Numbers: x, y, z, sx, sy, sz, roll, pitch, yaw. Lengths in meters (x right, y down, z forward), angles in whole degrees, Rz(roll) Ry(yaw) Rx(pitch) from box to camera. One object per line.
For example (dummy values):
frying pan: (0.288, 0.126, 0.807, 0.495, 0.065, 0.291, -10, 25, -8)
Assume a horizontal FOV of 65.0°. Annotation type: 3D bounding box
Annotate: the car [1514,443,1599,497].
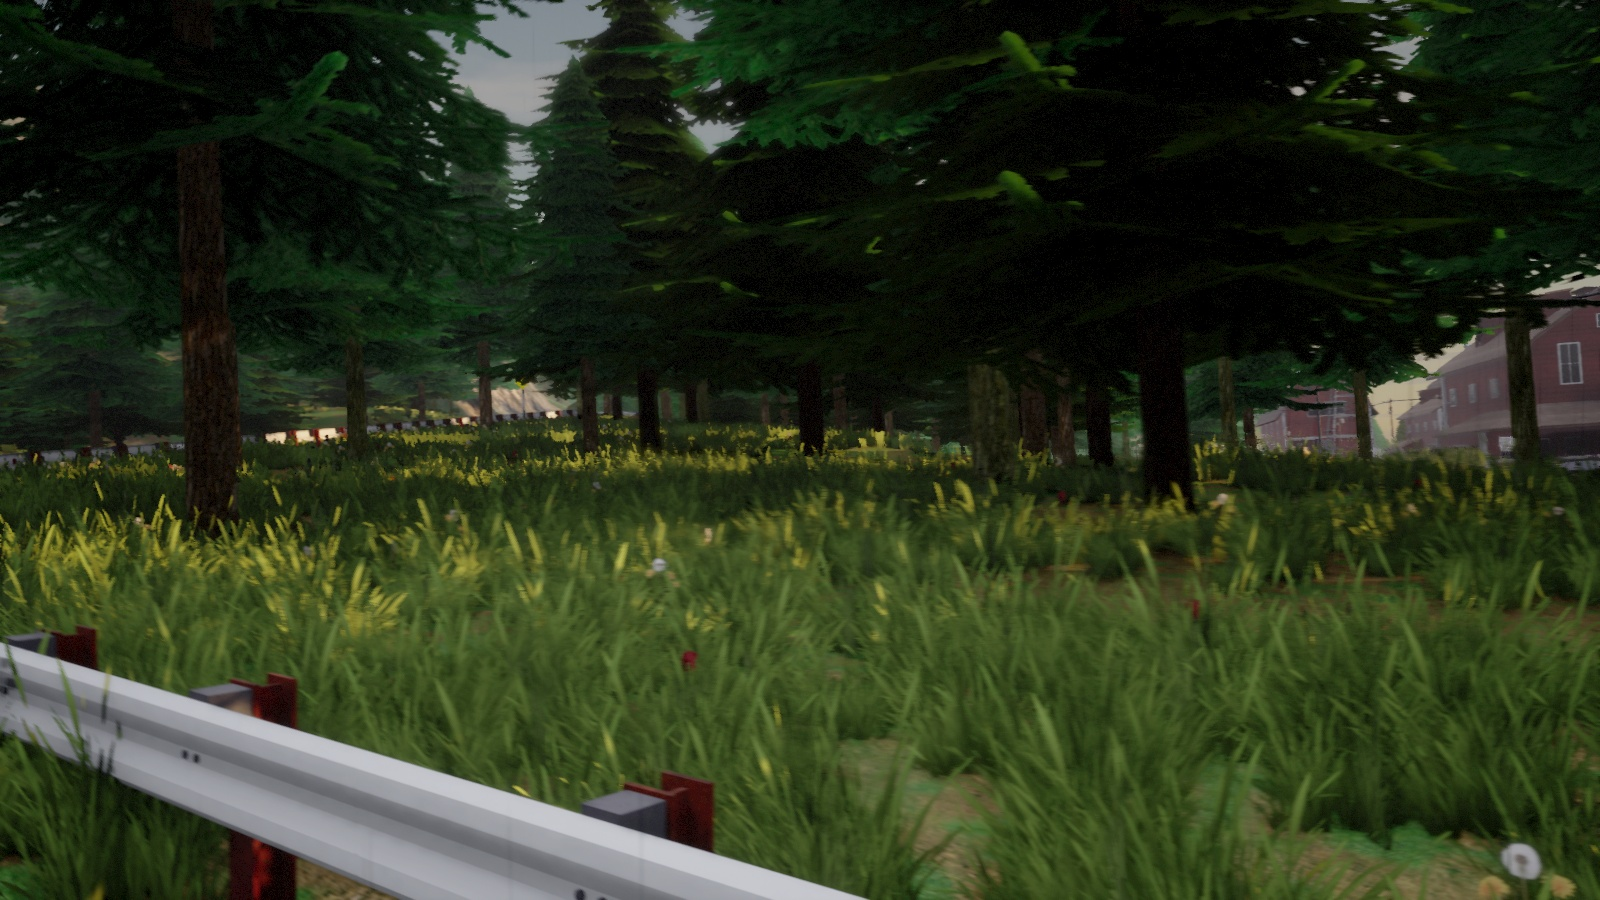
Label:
car: (22.508, 0.548, 36.331, 1.994, 1.385, 4.181, -5, -2, 13)
